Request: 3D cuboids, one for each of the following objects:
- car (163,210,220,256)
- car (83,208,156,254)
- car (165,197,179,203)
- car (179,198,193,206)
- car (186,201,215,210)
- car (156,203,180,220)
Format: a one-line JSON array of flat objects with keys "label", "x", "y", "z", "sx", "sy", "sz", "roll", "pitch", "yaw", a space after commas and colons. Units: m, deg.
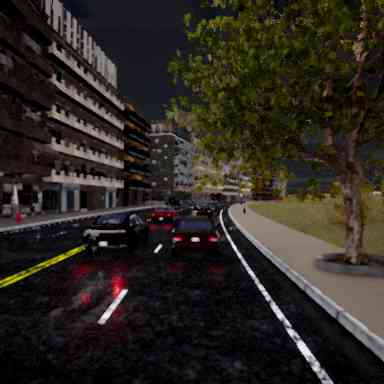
[{"label": "car", "x": 0.190, "y": 1.683, "z": 13.755, "sx": 2.033, "sy": 1.411, "sz": 5.357, "roll": 0, "pitch": -1, "yaw": 2}, {"label": "car", "x": -3.044, "y": 1.632, "z": 14.151, "sx": 2.128, "sy": 1.511, "sz": 4.902, "roll": 0, "pitch": 0, "yaw": 2}, {"label": "car", "x": -4.063, "y": 2.029, "z": 70.633, "sx": 2.150, "sy": 2.045, "sz": 5.566, "roll": 0, "pitch": -1, "yaw": 9}, {"label": "car", "x": -0.793, "y": 2.157, "z": 70.498, "sx": 2.097, "sy": 1.767, "sz": 4.553, "roll": 0, "pitch": -1, "yaw": 9}, {"label": "car", "x": 0.932, "y": 1.783, "z": 28.866, "sx": 2.128, "sy": 1.511, "sz": 4.902, "roll": 0, "pitch": -1, "yaw": 4}, {"label": "car", "x": -2.328, "y": 1.891, "z": 28.896, "sx": 1.895, "sy": 1.301, "sz": 4.718, "roll": 0, "pitch": -1, "yaw": 4}]
